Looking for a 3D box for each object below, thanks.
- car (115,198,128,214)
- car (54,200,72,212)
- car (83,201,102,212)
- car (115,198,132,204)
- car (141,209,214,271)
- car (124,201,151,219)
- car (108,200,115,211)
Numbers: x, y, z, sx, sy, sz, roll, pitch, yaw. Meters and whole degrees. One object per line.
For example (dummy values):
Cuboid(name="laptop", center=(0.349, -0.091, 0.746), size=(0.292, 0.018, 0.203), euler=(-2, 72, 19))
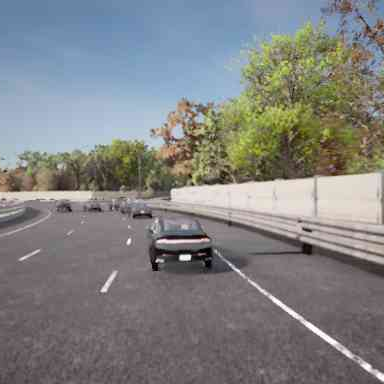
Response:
Cuboid(name="car", center=(-7.559, 1.784, 39.643), size=(2.128, 1.511, 4.902), euler=(0, 0, -17))
Cuboid(name="car", center=(-17.437, 1.880, 45.100), size=(1.837, 1.490, 4.892), euler=(0, 0, -25))
Cuboid(name="car", center=(-13.520, 1.903, 45.010), size=(2.033, 1.411, 5.357), euler=(0, 0, -26))
Cuboid(name="car", center=(-16.208, 2.115, 79.300), size=(2.128, 1.511, 4.902), euler=(0, 0, 14))
Cuboid(name="car", center=(-0.549, 1.568, 11.329), size=(2.128, 1.511, 4.902), euler=(0, 0, -9))
Cuboid(name="car", center=(-5.122, 1.799, 32.474), size=(1.994, 1.385, 4.181), euler=(0, 0, -17))
Cuboid(name="car", center=(-10.529, 1.861, 47.016), size=(1.837, 1.490, 4.892), euler=(0, 0, -26))
